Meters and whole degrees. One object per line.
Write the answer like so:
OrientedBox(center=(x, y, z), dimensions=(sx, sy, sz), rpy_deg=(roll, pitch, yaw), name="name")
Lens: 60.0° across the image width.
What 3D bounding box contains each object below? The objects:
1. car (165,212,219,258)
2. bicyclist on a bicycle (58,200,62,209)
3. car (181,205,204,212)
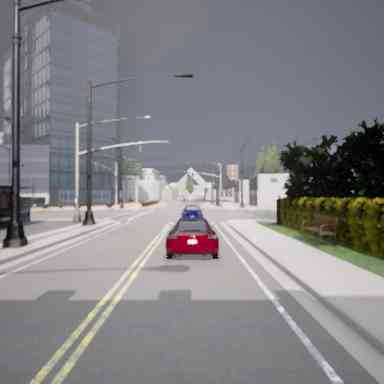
OrientedBox(center=(0.021, 1.712, 13.490), dimensions=(1.994, 1.385, 4.181), rpy_deg=(0, -1, 0), name="car")
OrientedBox(center=(-21.986, 2.069, 55.584), dimensions=(0.582, 1.620, 1.656), rpy_deg=(-1, 0, 0), name="bicyclist on a bicycle")
OrientedBox(center=(0.029, 1.845, 28.886), dimensions=(1.812, 1.442, 4.674), rpy_deg=(0, -1, 1), name="car")
